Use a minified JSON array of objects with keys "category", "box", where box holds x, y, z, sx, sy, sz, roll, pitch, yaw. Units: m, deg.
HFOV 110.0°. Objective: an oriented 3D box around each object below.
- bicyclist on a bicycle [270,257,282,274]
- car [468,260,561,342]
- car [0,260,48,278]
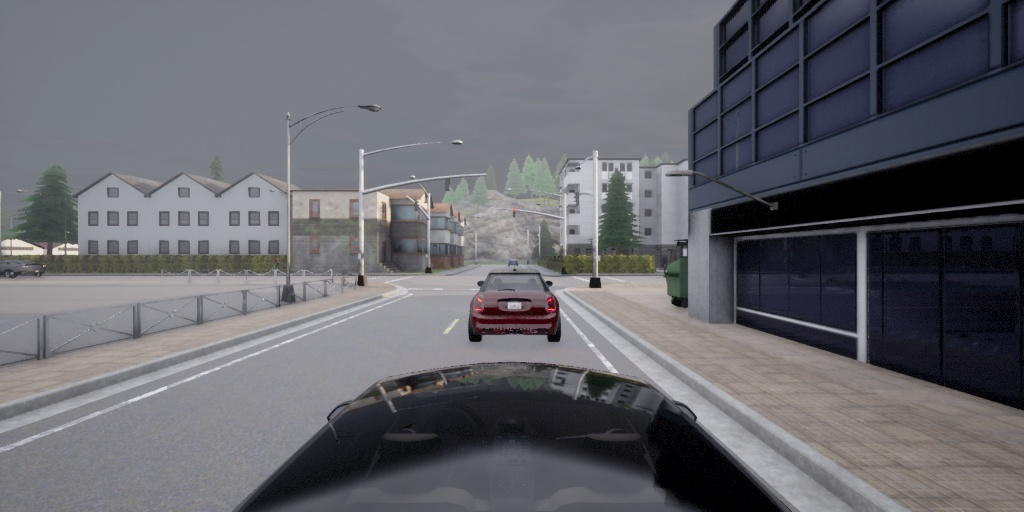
[{"category":"bicyclist on a bicycle","box":[-22.226,0.874,33.761,0.582,1.620,1.656,0,0,0]},{"category":"car","box":[0.081,1.102,9.928,2.097,1.767,4.553,0,0,1]},{"category":"car","box":[-42.115,1.065,30.001,4.902,1.511,2.128,0,0,0]}]
